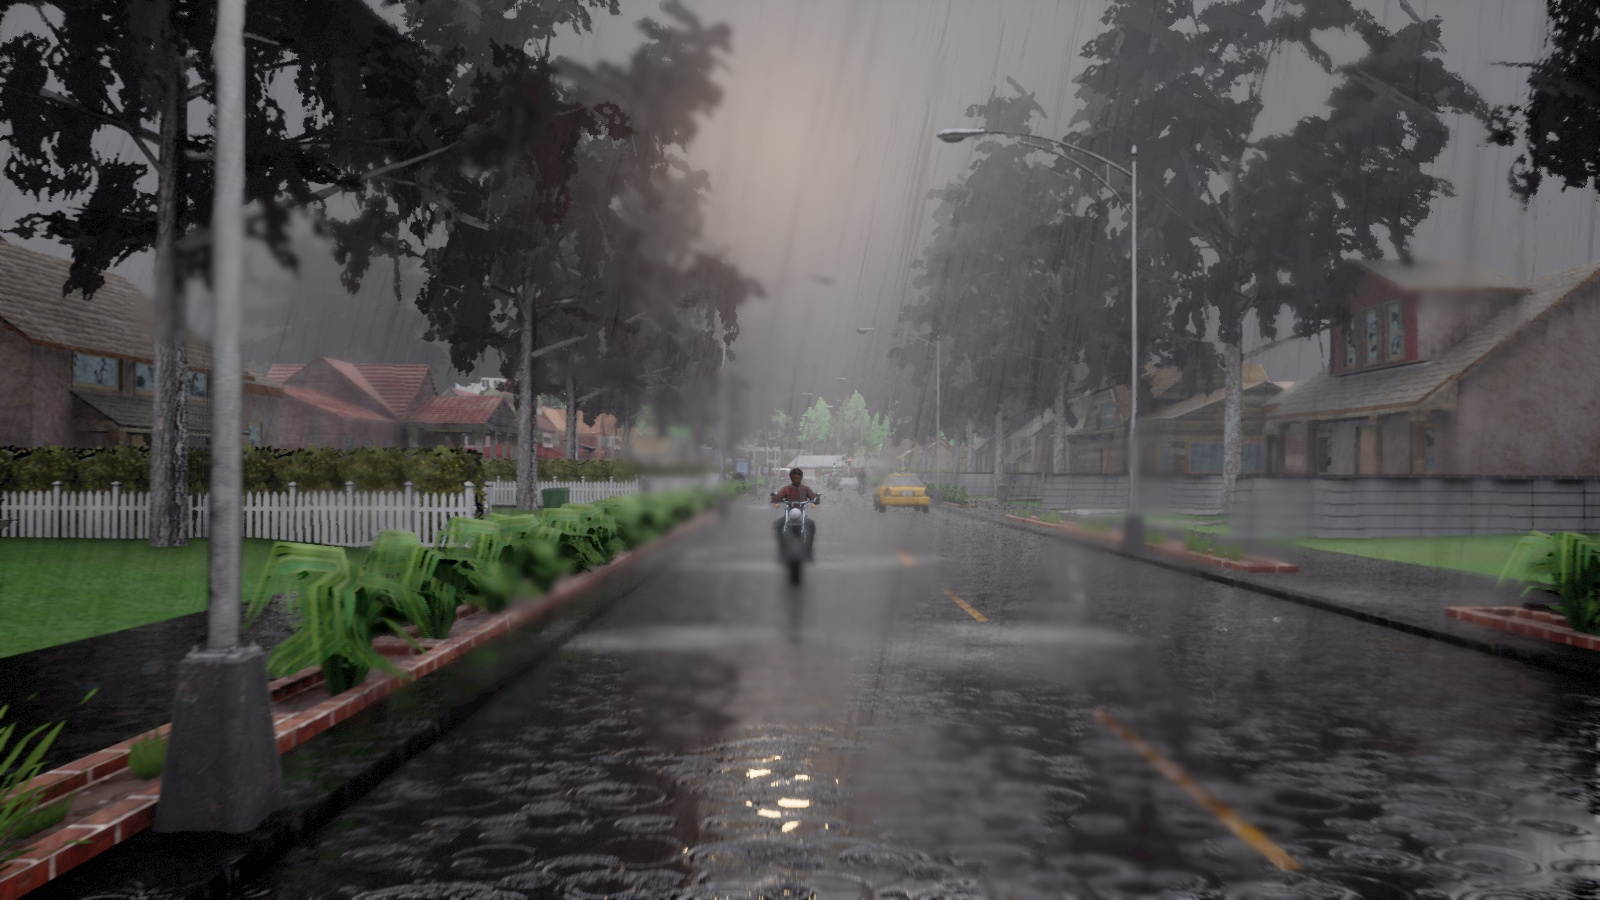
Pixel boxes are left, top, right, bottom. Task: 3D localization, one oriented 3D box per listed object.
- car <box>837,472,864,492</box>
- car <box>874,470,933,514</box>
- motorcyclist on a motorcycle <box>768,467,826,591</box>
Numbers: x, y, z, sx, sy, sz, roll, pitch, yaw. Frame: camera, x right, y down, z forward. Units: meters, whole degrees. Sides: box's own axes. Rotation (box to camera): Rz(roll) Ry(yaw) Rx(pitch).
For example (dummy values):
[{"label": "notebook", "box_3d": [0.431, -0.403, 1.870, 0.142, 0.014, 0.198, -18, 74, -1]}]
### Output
[{"label": "car", "box_3d": [3.767, 2.394, 94.412, 1.845, 1.501, 3.633, 0, -1, 0]}, {"label": "car", "box_3d": [3.882, 1.538, 47.776, 1.801, 1.575, 5.366, 0, -1, 0]}, {"label": "motorcyclist on a motorcycle", "box_3d": [-0.045, 1.064, 17.877, 0.766, 1.649, 2.350, 0, -1, 0]}]
